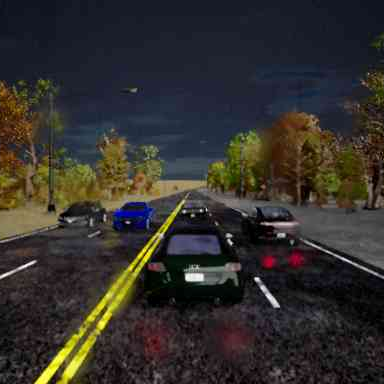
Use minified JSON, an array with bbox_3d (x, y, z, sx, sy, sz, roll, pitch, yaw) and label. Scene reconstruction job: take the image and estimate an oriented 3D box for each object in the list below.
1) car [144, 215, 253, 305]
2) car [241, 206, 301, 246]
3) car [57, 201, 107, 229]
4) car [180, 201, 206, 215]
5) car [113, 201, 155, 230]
[{"bbox_3d":[0.057,1.496,8.019,1.994,1.385,4.181,0,0,0],"label":"car"},{"bbox_3d":[3.325,1.368,14.694,2.128,1.511,4.902,0,0,1],"label":"car"},{"bbox_3d":[-6.600,1.333,20.450,1.837,1.490,4.892,0,0,0],"label":"car"},{"bbox_3d":[0.060,1.355,26.314,1.895,1.301,4.718,-2,2,0],"label":"car"},{"bbox_3d":[-3.351,1.311,19.902,1.882,1.535,5.008,0,0,0],"label":"car"}]
